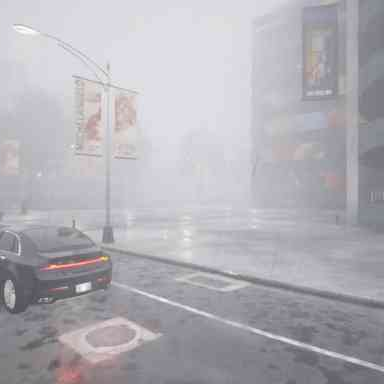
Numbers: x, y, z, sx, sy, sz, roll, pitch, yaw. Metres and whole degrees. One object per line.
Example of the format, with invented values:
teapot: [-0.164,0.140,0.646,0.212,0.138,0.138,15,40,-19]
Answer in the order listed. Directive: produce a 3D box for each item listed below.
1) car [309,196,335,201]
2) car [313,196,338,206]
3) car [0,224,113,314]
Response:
car: [16.349,1.320,42.252,2.002,1.452,4.674,0,0,43]
car: [21.754,1.413,53.937,2.161,1.482,4.786,0,0,43]
car: [-3.776,1.505,7.753,4.892,1.490,1.837,0,0,43]
